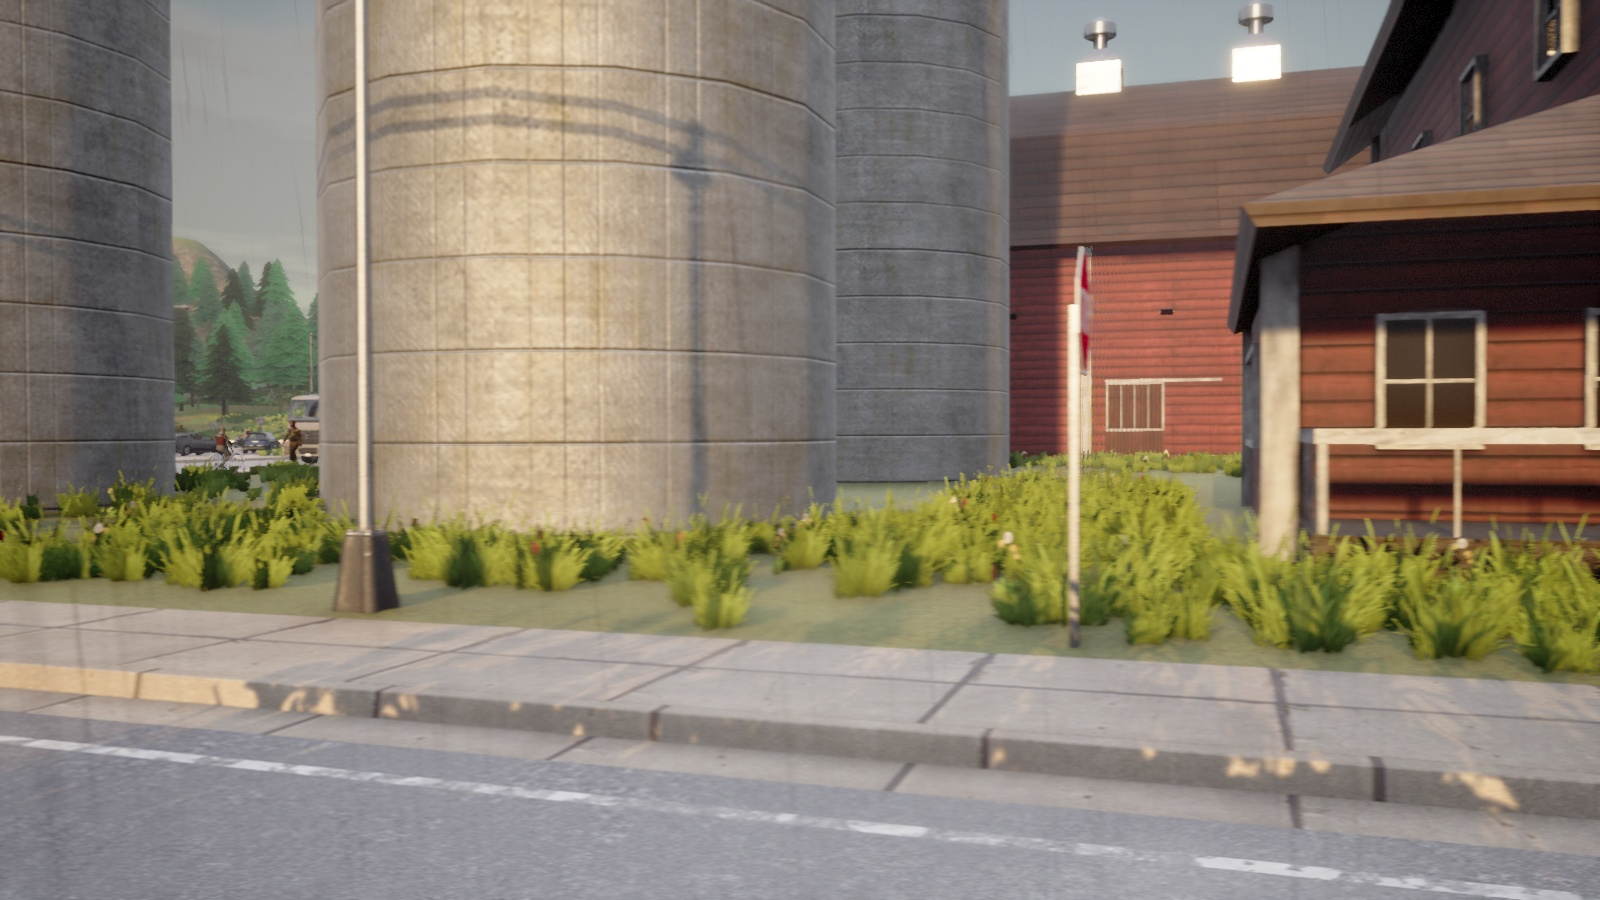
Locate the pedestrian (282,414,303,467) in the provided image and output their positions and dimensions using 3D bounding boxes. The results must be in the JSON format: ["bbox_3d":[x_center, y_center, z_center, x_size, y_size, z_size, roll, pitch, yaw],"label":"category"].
[{"bbox_3d":[-18.675,-0.343,46.228,0.395,1.930,0.692,0,1,13],"label":"pedestrian"}]

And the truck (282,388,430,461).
[{"bbox_3d":[-22.289,-1.272,63.602,2.891,3.462,7.936,1,1,18],"label":"truck"}]

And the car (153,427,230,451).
[{"bbox_3d":[-39.799,-0.715,82.267,2.007,1.525,4.514,1,1,18],"label":"car"}]

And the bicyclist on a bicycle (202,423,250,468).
[{"bbox_3d":[-22.916,-0.206,50.201,0.659,1.776,1.843,1,1,18],"label":"bicyclist on a bicycle"}]
